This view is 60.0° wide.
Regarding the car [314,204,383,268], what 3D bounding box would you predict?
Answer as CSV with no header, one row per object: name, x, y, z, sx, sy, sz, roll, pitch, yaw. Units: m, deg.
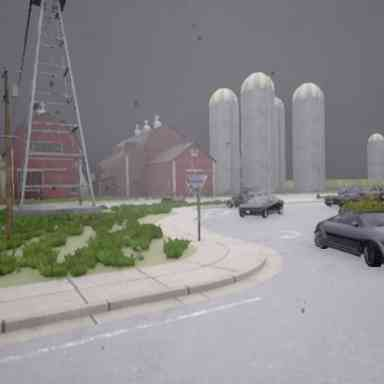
car,5.548,1.291,10.239,1.994,1.385,4.181,-1,1,-8

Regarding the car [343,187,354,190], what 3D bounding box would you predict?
car,29.813,-0.119,62.407,2.242,1.667,4.611,-2,1,-30

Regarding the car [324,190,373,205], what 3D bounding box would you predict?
car,15.160,0.774,32.640,4.718,1.301,1.895,-2,1,-30

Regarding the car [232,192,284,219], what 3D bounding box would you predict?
car,5.094,0.983,24.057,1.882,1.535,5.008,0,1,34

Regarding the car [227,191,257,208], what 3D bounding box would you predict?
car,5.155,0.887,32.351,1.784,1.438,3.905,-2,1,-30

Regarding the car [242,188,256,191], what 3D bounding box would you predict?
car,8.942,0.312,50.152,1.905,1.878,3.866,-2,1,-30

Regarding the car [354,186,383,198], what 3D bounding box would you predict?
car,24.439,0.121,43.881,1.932,1.855,4.605,-2,1,-30

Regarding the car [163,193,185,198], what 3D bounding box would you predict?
car,-2.389,0.841,42.840,1.816,1.474,4.193,-2,1,-30
